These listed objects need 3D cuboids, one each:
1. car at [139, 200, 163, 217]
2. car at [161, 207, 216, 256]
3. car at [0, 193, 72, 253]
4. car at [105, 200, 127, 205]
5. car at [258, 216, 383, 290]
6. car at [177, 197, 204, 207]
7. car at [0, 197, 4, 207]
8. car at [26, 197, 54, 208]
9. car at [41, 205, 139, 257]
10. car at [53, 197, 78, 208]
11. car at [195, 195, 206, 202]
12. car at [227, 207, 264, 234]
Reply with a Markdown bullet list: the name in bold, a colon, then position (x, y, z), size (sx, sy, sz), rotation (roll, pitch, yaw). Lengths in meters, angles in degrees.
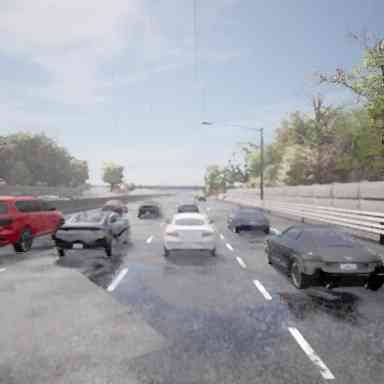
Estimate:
- **car**: position (-3.826, 1.497, 30.825), size (1.837, 1.490, 4.892), rotation (0, 0, -1)
- **car**: position (-0.091, 1.530, 13.033), size (1.812, 1.442, 4.674), rotation (0, 0, -1)
- **car**: position (-7.098, 1.183, 13.629), size (2.150, 2.045, 5.566), rotation (0, 0, -1)
- **car**: position (-7.342, 1.497, 31.877), size (1.812, 1.442, 4.674), rotation (0, 0, -1)
- **car**: position (3.359, 1.587, 9.199), size (1.994, 1.385, 4.181), rotation (0, 0, -1)
- **car**: position (-0.325, 1.505, 30.804), size (2.128, 1.511, 4.902), rotation (0, 0, -1)
- **car**: position (-28.691, 1.400, 46.205), size (2.033, 1.411, 5.357), rotation (0, 0, 0)
- **car**: position (-21.710, 1.422, 47.657), size (1.812, 1.442, 4.674), rotation (0, 0, 0)
- **car**: position (-3.589, 1.475, 12.794), size (2.128, 1.511, 4.902), rotation (0, 0, -1)
- **car**: position (-18.216, 1.482, 47.994), size (1.994, 1.385, 4.181), rotation (0, 0, 0)
- **car**: position (2.391, 1.615, 82.255), size (1.837, 1.490, 4.892), rotation (0, 0, -1)
- **car**: position (3.220, 1.592, 19.591), size (1.994, 1.385, 4.181), rotation (0, 0, -1)
